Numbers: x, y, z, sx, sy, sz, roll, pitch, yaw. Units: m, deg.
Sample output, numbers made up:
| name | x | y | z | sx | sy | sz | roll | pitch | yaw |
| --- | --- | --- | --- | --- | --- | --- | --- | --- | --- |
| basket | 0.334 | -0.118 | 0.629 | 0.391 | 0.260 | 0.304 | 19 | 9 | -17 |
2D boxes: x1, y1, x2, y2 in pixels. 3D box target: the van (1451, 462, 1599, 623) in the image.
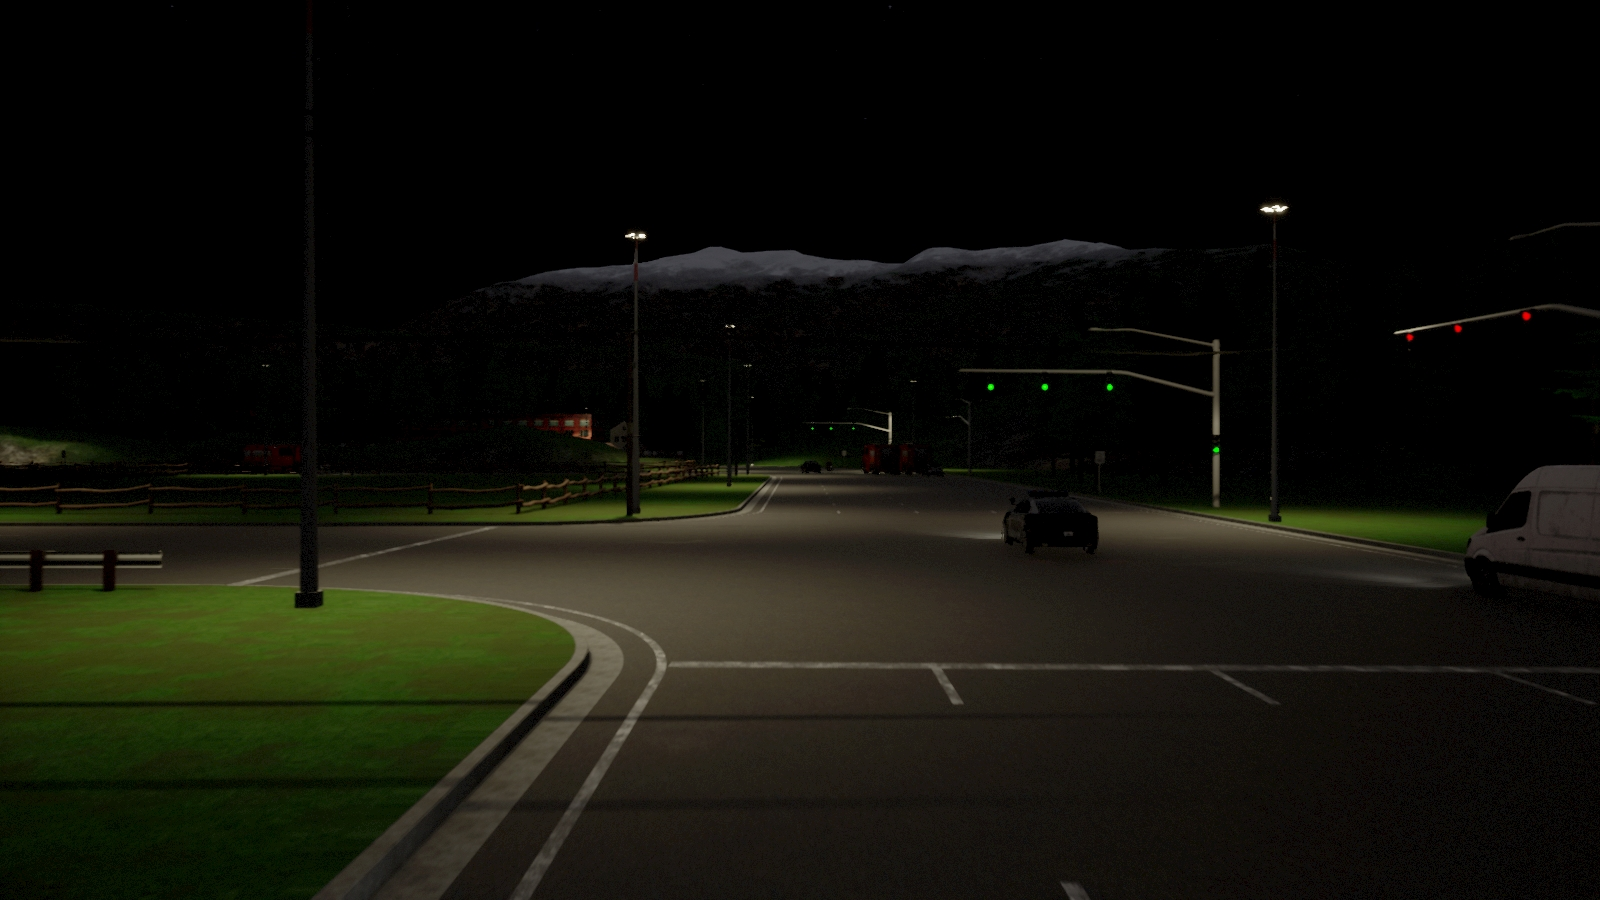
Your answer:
| name | x | y | z | sx | sy | sz | roll | pitch | yaw |
| --- | --- | --- | --- | --- | --- | --- | --- | --- | --- |
| van | 13.985 | 1.531 | 19.852 | 1.988 | 2.561 | 5.915 | 0 | 0 | 0 |

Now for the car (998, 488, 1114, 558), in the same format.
| name | x | y | z | sx | sy | sz | roll | pitch | yaw |
| --- | --- | --- | --- | --- | --- | --- | --- | --- | --- |
| car | 7.102 | 1.977 | 32.240 | 2.097 | 1.638 | 5.238 | 0 | 0 | 0 |
